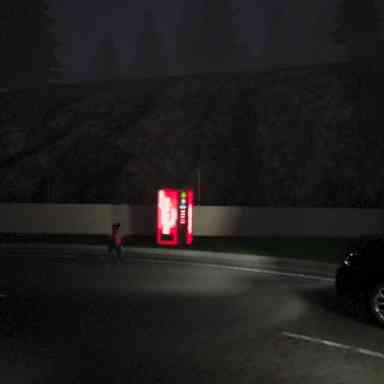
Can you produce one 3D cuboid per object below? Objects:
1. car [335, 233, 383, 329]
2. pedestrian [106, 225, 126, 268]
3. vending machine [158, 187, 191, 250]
[{"bbox_3d":[5.145,1.189,4.819,5.566,2.045,2.150,2,2,38],"label":"car"},{"bbox_3d":[-2.039,1.033,8.996,0.375,1.860,0.375,1,1,10],"label":"pedestrian"},{"bbox_3d":[-0.602,0.888,11.837,0.880,2.100,1.100,1,1,13],"label":"vending machine"}]
